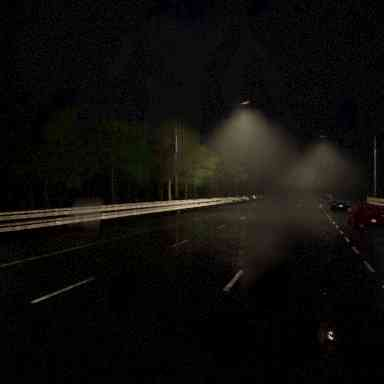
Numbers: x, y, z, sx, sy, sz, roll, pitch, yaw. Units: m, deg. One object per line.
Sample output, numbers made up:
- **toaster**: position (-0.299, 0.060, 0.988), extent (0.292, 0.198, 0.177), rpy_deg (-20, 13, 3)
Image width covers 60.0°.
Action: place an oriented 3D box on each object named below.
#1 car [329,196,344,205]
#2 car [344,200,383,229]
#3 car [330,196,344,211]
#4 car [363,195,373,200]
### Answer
- **car**: position (27.021, 1.534, 62.056), extent (2.033, 1.411, 5.357), rpy_deg (0, 0, 30)
- **car**: position (11.066, 1.491, 21.065), extent (1.882, 1.535, 5.008), rpy_deg (0, 0, 19)
- **car**: position (17.636, 1.559, 39.751), extent (1.994, 1.385, 4.181), rpy_deg (0, 0, 19)
- **car**: position (45.137, 1.522, 84.156), extent (4.181, 1.385, 1.994), rpy_deg (0, 0, -39)
